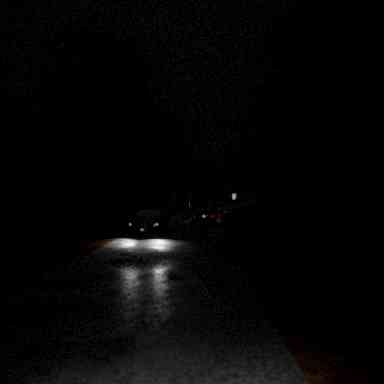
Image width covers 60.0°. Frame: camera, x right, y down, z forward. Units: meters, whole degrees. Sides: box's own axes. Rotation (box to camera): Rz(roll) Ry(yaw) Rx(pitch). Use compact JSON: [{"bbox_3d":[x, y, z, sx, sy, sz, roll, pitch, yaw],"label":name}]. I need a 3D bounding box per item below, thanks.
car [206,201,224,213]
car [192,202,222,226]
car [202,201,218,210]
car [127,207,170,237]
[{"bbox_3d":[3.038,2.062,42.573,1.895,1.301,4.718,0,-1,8],"label":"car"},{"bbox_3d":[0.995,1.715,24.785,2.033,1.411,5.357,0,-1,4],"label":"car"},{"bbox_3d":[3.291,2.340,60.016,1.882,1.535,5.008,1,-1,13],"label":"car"},{"bbox_3d":[-2.345,1.624,18.874,1.812,1.442,4.674,0,0,4],"label":"car"}]
